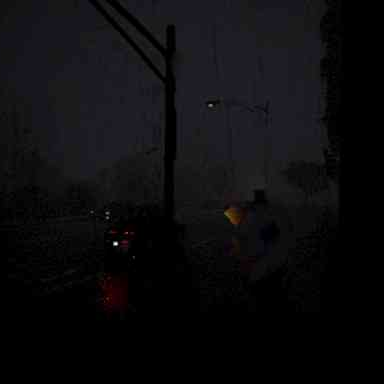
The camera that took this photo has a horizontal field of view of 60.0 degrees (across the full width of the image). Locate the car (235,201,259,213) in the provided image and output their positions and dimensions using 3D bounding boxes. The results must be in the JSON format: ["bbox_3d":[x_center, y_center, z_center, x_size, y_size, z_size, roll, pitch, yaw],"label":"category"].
[{"bbox_3d":[7.702,1.957,44.625,1.882,1.535,5.008,1,0,24],"label":"car"}]

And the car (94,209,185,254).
[{"bbox_3d":[-1.960,1.773,15.166,1.837,1.490,4.892,0,0,25],"label":"car"}]

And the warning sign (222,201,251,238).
[{"bbox_3d":[2.392,1.447,17.871,1.300,1.860,1.060,1,0,25],"label":"warning sign"}]

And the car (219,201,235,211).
[{"bbox_3d":[6.268,2.025,49.645,2.033,1.411,5.357,1,0,23],"label":"car"}]

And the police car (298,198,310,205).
[{"bbox_3d":[26.338,2.284,78.865,1.930,1.638,5.238,1,0,21],"label":"police car"}]

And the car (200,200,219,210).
[{"bbox_3d":[2.858,1.942,49.965,1.837,1.490,4.892,1,-1,24],"label":"car"}]

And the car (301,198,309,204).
[{"bbox_3d":[29.988,2.405,88.317,1.801,1.575,5.366,1,0,21],"label":"car"}]

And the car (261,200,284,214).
[{"bbox_3d":[10.913,1.996,43.858,1.882,1.535,5.008,1,0,24],"label":"car"}]

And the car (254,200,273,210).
[{"bbox_3d":[11.774,2.057,54.249,2.128,1.511,4.902,1,0,23],"label":"car"}]

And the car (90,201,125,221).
[{"bbox_3d":[-6.650,1.601,28.666,2.097,1.767,4.553,1,0,24],"label":"car"}]

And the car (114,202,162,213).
[{"bbox_3d":[-3.871,1.783,26.927,1.837,1.490,4.892,1,0,24],"label":"car"}]
